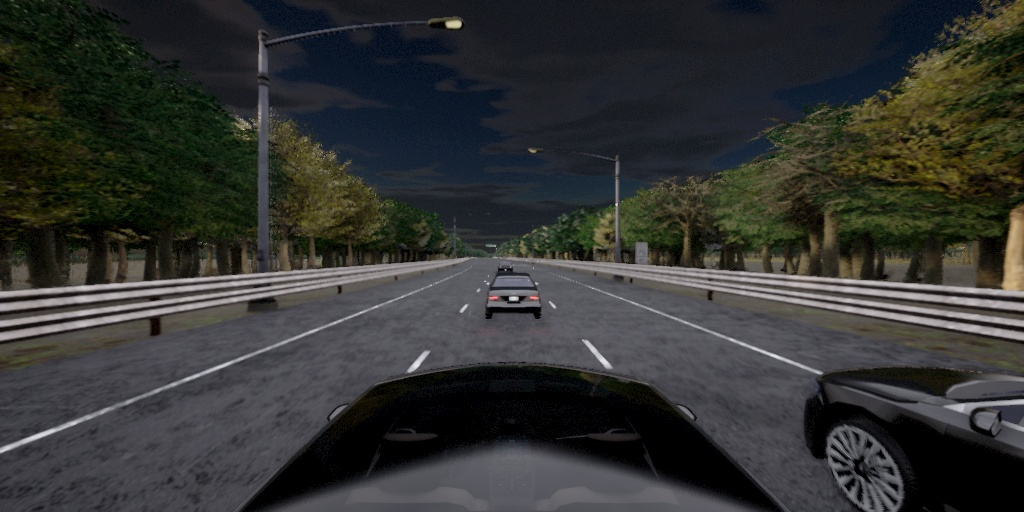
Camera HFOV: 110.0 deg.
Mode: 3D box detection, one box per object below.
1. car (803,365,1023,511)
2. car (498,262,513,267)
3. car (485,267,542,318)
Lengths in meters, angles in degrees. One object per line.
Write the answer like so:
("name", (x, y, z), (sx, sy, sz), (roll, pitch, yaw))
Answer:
("car", (3.586, 1.240, 1.283), (2.128, 1.511, 4.902), (0, 0, 0))
("car", (-0.853, 1.356, 44.598), (1.895, 1.301, 4.718), (0, 0, -2))
("car", (0.023, 1.298, 13.018), (2.033, 1.411, 5.357), (0, 0, -1))
